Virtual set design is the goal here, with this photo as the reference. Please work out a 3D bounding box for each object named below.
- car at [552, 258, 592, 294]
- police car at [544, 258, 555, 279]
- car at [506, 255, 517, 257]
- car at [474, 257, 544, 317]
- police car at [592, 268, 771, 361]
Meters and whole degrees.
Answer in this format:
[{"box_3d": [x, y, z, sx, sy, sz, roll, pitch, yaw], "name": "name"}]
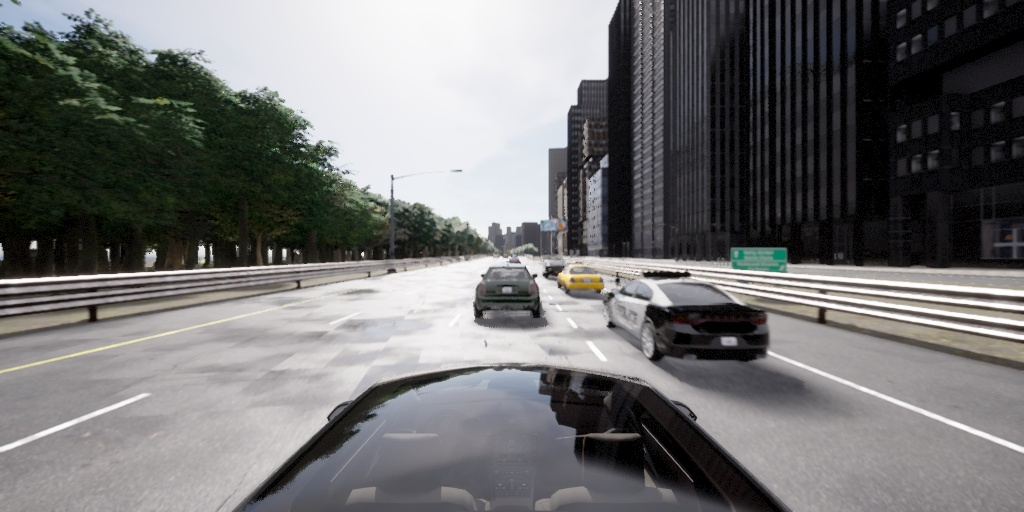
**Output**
[{"box_3d": [3.532, 1.108, 19.417, 1.801, 1.575, 5.366, 0, 0, 0], "name": "car"}, {"box_3d": [3.584, 1.002, 30.308, 1.930, 1.638, 5.238, 0, 0, 0], "name": "police car"}, {"box_3d": [0.411, 0.920, 62.272, 1.994, 1.385, 4.181, 0, 0, 1], "name": "car"}, {"box_3d": [-0.111, 1.047, 13.105, 2.097, 1.767, 4.553, 0, 0, 1], "name": "car"}, {"box_3d": [3.504, 1.152, 8.365, 1.930, 1.638, 5.238, 0, 0, 0], "name": "police car"}]
